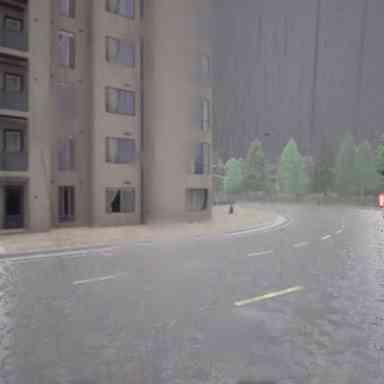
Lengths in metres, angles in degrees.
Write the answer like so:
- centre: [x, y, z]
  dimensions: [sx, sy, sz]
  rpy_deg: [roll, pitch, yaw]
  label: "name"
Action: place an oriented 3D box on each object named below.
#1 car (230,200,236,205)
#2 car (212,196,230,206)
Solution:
- centre: [5.030, 1.553, 56.483]
  dimensions: [2.033, 1.411, 5.357]
  rpy_deg: [0, 0, -35]
  label: "car"
- centre: [3.333, 1.356, 52.744]
  dimensions: [2.097, 1.767, 4.553]
  rpy_deg: [0, 0, -34]
  label: "car"
